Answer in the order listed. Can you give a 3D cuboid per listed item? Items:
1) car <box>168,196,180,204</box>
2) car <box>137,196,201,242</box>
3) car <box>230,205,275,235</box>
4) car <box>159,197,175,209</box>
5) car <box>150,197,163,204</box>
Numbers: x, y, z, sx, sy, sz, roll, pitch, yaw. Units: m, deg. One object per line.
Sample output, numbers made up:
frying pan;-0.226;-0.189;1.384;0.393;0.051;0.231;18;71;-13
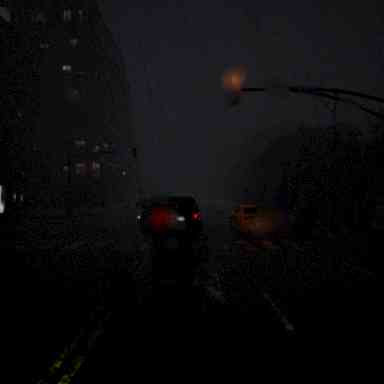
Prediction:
car;-3.419;1.474;64.295;2.128;1.511;4.902;0;0;0
car;-1.195;1.220;16.502;2.150;2.045;5.566;0;0;-15
car;3.297;1.466;18.767;1.882;1.535;5.008;0;0;0
car;-3.438;1.485;46.856;1.837;1.490;4.892;0;0;0
car;-6.677;1.583;62.285;1.895;1.301;4.718;0;0;0
